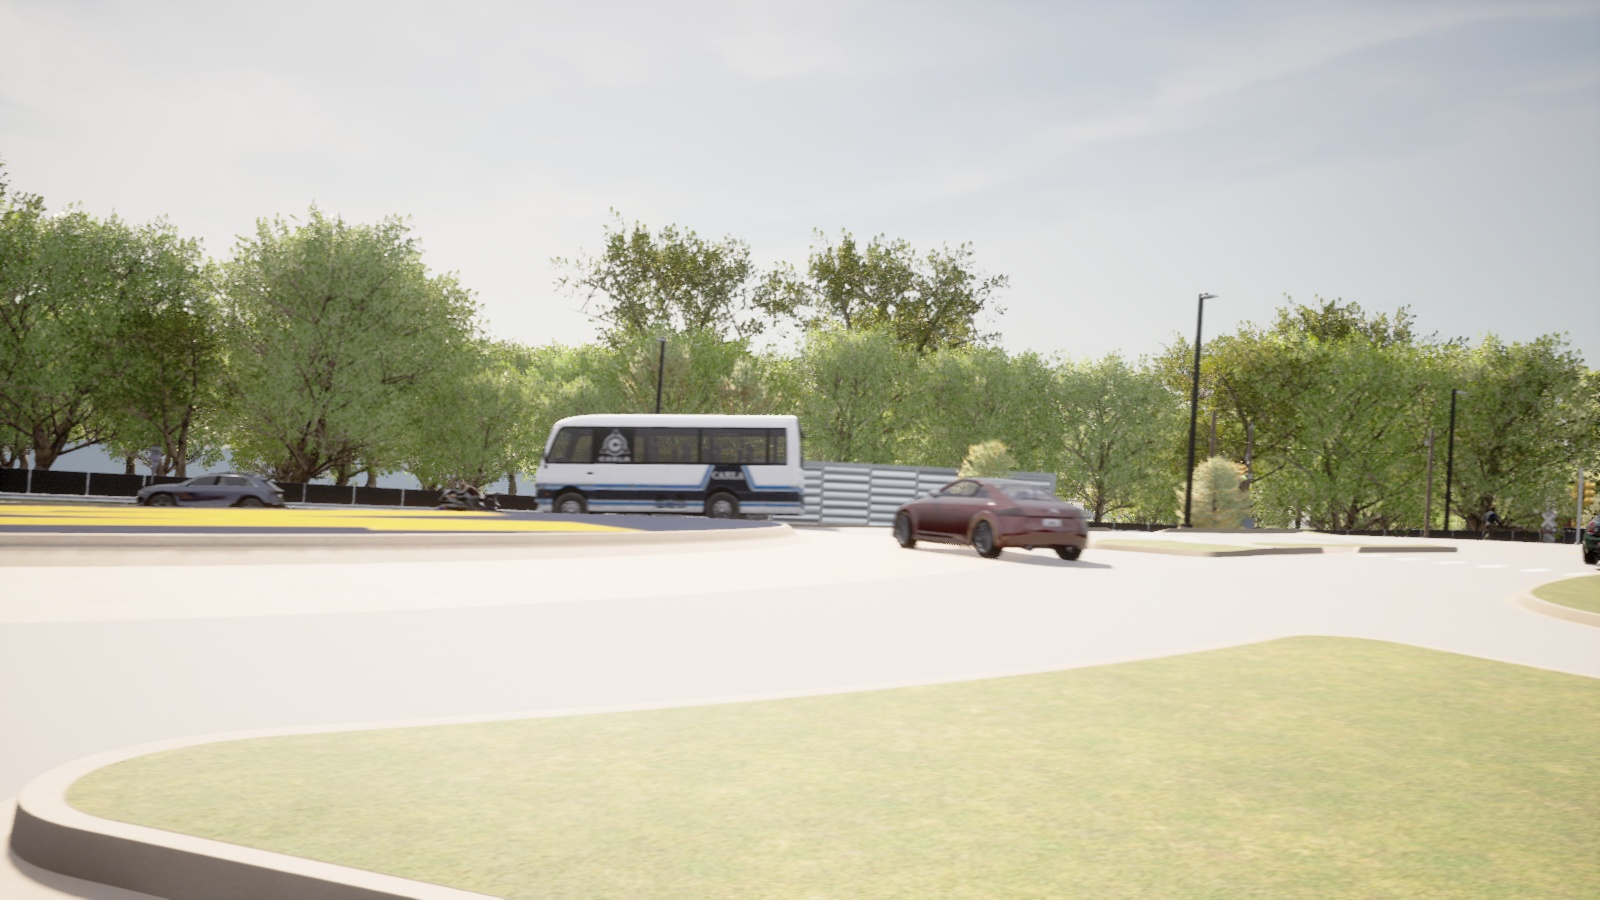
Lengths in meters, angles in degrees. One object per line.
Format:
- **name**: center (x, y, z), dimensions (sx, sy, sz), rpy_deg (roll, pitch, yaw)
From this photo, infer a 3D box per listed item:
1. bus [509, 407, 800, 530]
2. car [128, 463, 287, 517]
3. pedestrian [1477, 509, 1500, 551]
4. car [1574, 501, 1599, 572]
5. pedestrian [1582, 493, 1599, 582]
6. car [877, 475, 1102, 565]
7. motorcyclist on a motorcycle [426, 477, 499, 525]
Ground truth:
- **bus**: center (-5.316, 0.761, 47.576), dimensions (10.273, 4.253, 3.944), rpy_deg (1, -5, 4)
- **car**: center (-21.348, 1.437, 45.489), dimensions (4.856, 1.649, 2.033), rpy_deg (4, -2, -16)
- **pedestrian**: center (31.156, 3.615, 56.813), dimensions (0.726, 1.835, 0.370), rpy_deg (5, -2, -10)
- **car**: center (22.176, 2.332, 32.842), dimensions (4.553, 1.767, 2.097), rpy_deg (4, -1, -43)
- **pedestrian**: center (17.631, 1.931, 27.468), dimensions (0.396, 1.930, 0.692), rpy_deg (6, -2, -39)
- **car**: center (3.302, 1.217, 22.754), dimensions (1.994, 1.385, 4.181), rpy_deg (4, -2, -25)
- **motorcyclist on a motorcycle**: center (-11.434, 1.744, 42.650), dimensions (2.191, 1.530, 0.866), rpy_deg (1, -7, -4)
